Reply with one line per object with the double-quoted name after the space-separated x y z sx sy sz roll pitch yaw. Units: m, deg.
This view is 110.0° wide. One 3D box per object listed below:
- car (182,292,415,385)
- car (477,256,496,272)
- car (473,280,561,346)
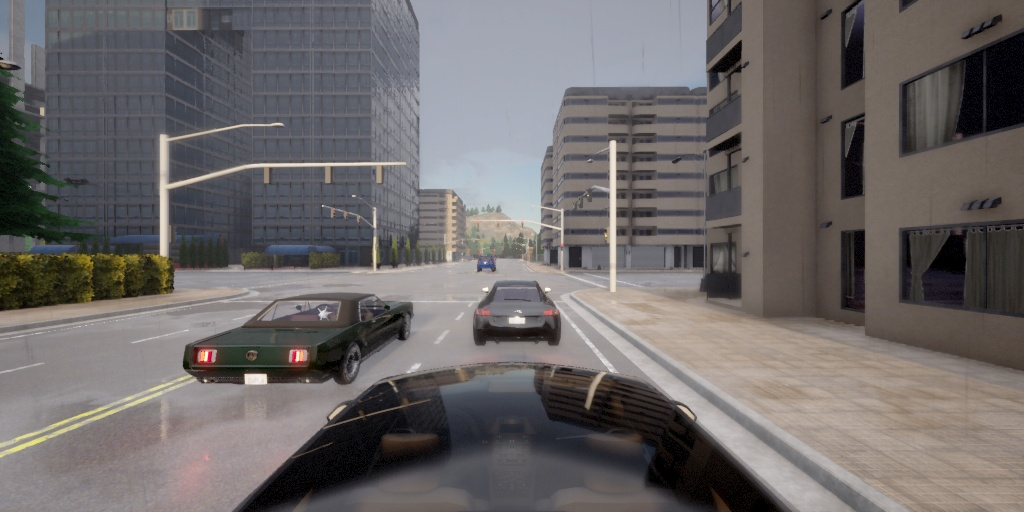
-3.386 1.351 6.984 1.895 1.301 4.718 0 0 0 "car"
-3.247 0.971 46.223 2.150 2.045 5.566 0 0 0 "car"
0.123 1.314 9.464 1.994 1.385 4.181 0 0 0 "car"
